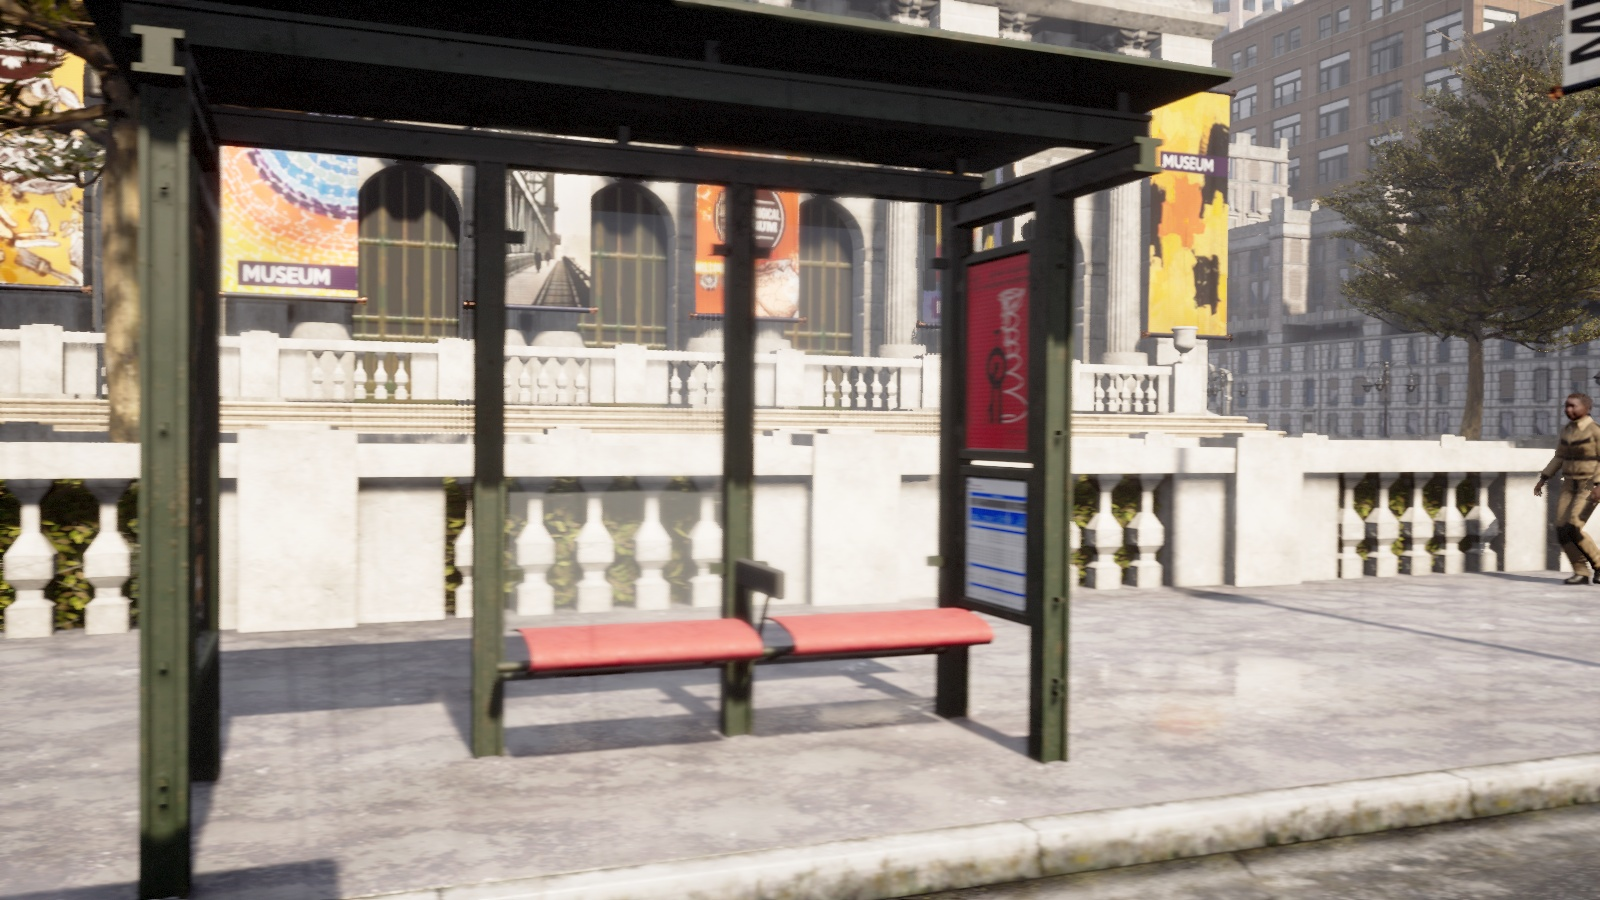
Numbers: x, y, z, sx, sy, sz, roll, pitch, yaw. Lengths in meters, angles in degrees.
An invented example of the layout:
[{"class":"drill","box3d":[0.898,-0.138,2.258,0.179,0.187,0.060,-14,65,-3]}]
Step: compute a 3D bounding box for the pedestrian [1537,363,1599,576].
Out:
[{"class":"pedestrian","box3d":[7.274,0.168,11.642,0.692,1.930,0.396,-1,1,-16]}]
